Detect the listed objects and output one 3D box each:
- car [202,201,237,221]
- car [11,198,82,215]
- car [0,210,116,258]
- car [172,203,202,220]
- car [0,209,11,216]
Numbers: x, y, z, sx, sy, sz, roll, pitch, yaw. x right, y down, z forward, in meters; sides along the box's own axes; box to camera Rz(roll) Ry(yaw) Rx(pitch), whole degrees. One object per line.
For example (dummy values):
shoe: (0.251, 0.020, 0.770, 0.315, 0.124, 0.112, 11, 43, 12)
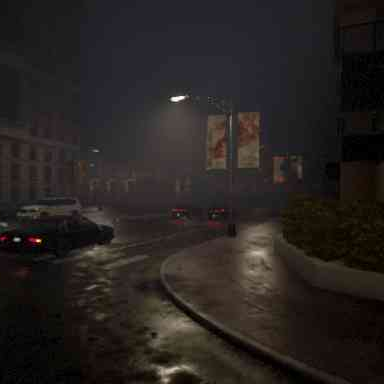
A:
car: (2.952, 1.936, 32.150, 1.837, 1.490, 4.892, 0, -1, 24)
car: (-11.703, 1.484, 27.814, 2.150, 2.045, 5.566, 0, -1, 24)
car: (-5.161, 1.682, 13.547, 2.033, 1.411, 5.357, 0, -1, 16)
car: (-0.316, 1.926, 33.419, 1.837, 1.490, 4.892, 0, -1, 24)
car: (-14.703, 1.810, 29.693, 2.033, 1.411, 5.357, 0, -1, 24)
